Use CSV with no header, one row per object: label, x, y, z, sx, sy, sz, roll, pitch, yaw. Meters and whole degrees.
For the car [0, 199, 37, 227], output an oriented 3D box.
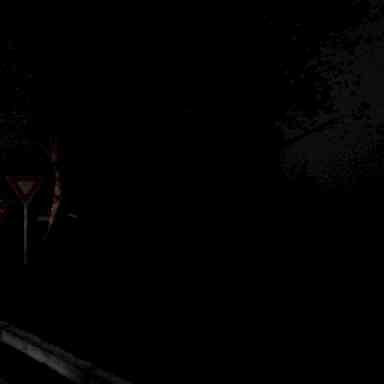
car,-11.002,1.183,20.183,1.882,1.535,5.008,1,0,-7
